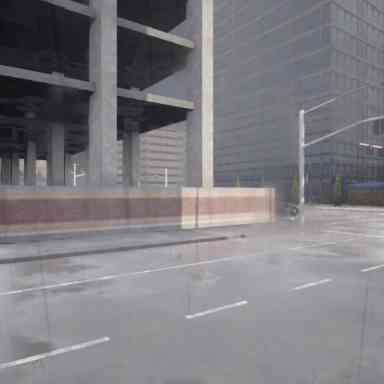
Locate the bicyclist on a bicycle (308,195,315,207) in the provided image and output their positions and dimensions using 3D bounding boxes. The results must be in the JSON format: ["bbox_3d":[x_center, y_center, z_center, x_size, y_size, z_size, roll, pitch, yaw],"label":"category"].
[{"bbox_3d":[16.586,1.301,46.203,1.656,1.620,0.582,0,0,-36],"label":"bicyclist on a bicycle"}]

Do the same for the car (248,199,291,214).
[{"bbox_3d":[8.517,1.526,36.916,1.812,1.442,4.674,0,0,-36],"label":"car"}]

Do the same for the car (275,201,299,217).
[{"bbox_3d":[8.109,1.564,31.516,1.994,1.385,4.181,0,0,-36],"label":"car"}]
